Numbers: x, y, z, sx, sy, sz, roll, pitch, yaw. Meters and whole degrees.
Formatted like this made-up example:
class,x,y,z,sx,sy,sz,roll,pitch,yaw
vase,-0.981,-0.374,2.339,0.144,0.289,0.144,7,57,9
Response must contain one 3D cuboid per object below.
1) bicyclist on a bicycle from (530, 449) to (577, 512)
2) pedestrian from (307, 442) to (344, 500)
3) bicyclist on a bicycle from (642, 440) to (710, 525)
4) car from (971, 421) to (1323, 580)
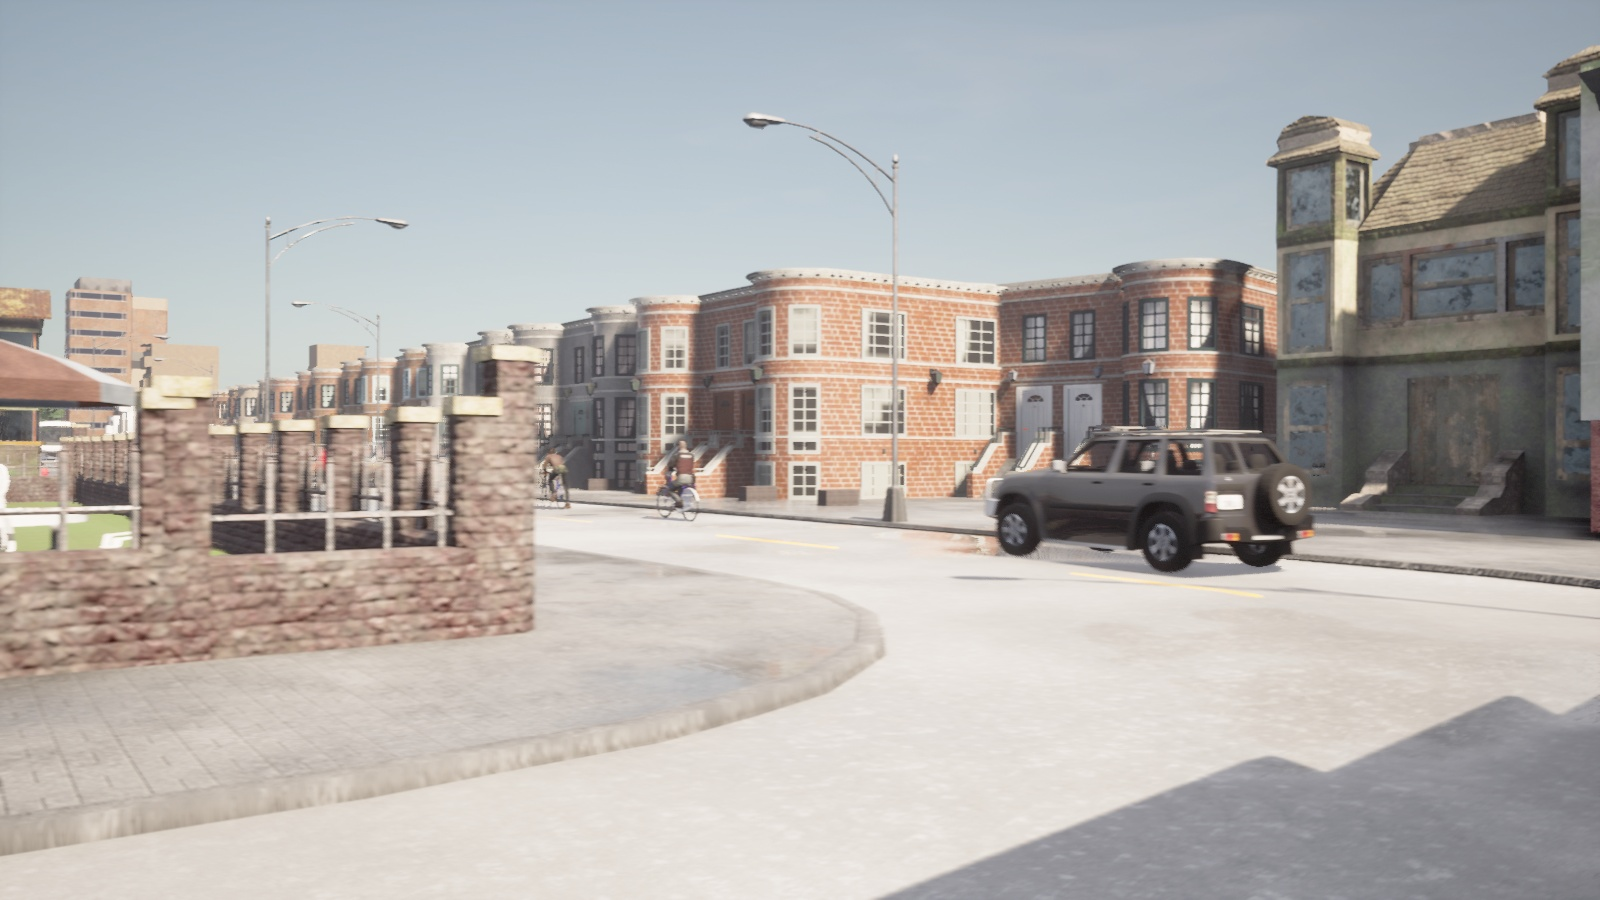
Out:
class,x,y,z,sx,sy,sz,roll,pitch,yaw
bicyclist on a bicycle,-6.506,0.792,33.062,0.582,1.620,1.656,0,0,-35
pedestrian,-15.200,0.672,40.207,0.634,1.844,0.899,0,0,33
bicyclist on a bicycle,-2.751,0.686,27.661,0.659,1.776,1.843,0,2,-35
car,4.525,0.594,17.146,1.932,1.855,4.605,0,0,-30
